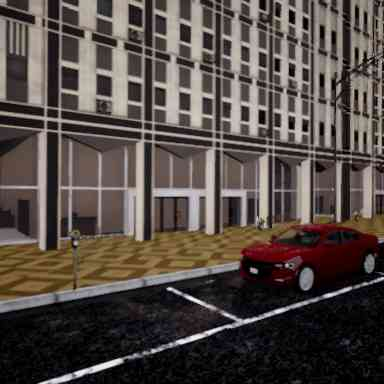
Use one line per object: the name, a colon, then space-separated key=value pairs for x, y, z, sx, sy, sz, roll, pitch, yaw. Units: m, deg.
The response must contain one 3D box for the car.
car: x=3.239 y=1.544 z=8.867 sx=4.507 sy=1.381 sz=1.887 roll=0 pitch=0 yaw=-36
